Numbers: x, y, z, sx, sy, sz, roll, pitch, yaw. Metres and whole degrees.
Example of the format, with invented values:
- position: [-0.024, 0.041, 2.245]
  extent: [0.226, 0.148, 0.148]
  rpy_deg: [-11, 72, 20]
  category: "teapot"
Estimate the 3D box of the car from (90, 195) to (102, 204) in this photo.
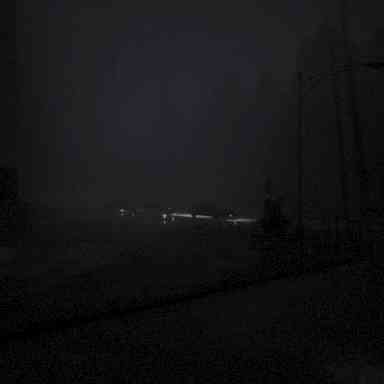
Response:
- position: [-18.055, 1.352, 63.971]
  extent: [2.097, 1.767, 4.553]
  rpy_deg: [0, 0, -35]
  category: "car"

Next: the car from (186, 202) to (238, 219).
- position: [1.595, 1.547, 29.322]
  extent: [2.033, 1.411, 5.357]
  rpy_deg: [0, 0, -36]
  category: "car"

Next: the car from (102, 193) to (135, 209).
- position: [-9.842, 1.222, 45.320]
  extent: [2.150, 2.045, 5.566]
  rpy_deg: [0, 0, -35]
  category: "car"

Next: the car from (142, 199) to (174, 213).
- position: [-3.806, 1.491, 36.868]
  extent: [2.128, 1.511, 4.902]
  rpy_deg: [0, 0, -36]
  category: "car"
